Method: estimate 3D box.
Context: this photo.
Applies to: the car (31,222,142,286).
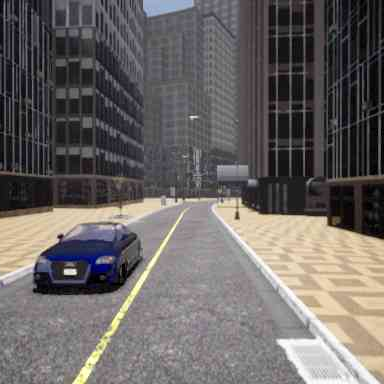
[{"bbox_3d":[-2.637,1.554,9.243,1.994,1.385,4.181,0,0,1],"label":"car"}]
